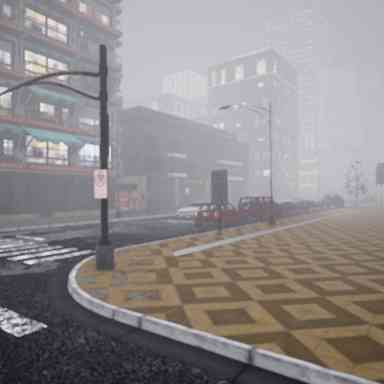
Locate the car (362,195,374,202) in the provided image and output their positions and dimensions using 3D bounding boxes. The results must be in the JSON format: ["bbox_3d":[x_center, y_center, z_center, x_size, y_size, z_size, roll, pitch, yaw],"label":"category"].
[{"bbox_3d":[35.086,1.346,66.181,1.887,1.381,4.507,-1,0,36],"label":"car"}]

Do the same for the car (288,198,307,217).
[{"bbox_3d":[8.565,1.484,30.144,1.802,1.307,4.206,-1,0,36],"label":"car"}]

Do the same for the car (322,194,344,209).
[{"bbox_3d":[18.508,1.181,43.659,2.192,1.841,5.009,-1,0,36],"label":"car"}]

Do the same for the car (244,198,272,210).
[{"bbox_3d":[8.748,1.513,43.687,1.752,1.417,4.829,-1,0,36],"label":"car"}]

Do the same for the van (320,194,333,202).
[{"bbox_3d":[28.738,1.252,70.852,1.690,1.788,3.998,-1,0,36],"label":"van"}]

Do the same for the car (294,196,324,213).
[{"bbox_3d":[11.880,1.435,34.649,1.887,1.381,4.507,-1,0,36],"label":"car"}]

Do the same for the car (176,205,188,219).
[{"bbox_3d":[0.548,1.517,28.388,1.812,1.442,4.674,-1,0,36],"label":"car"}]

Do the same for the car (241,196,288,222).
[{"bbox_3d":[5.247,1.230,25.641,2.192,1.841,5.009,-1,0,36],"label":"car"}]

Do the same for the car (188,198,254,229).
[{"bbox_3d":[1.933,1.367,21.135,1.967,1.590,4.097,-1,0,36],"label":"car"}]

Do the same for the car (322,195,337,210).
[{"bbox_3d":[15.195,1.429,39.153,2.008,1.369,4.403,-1,0,36],"label":"car"}]
